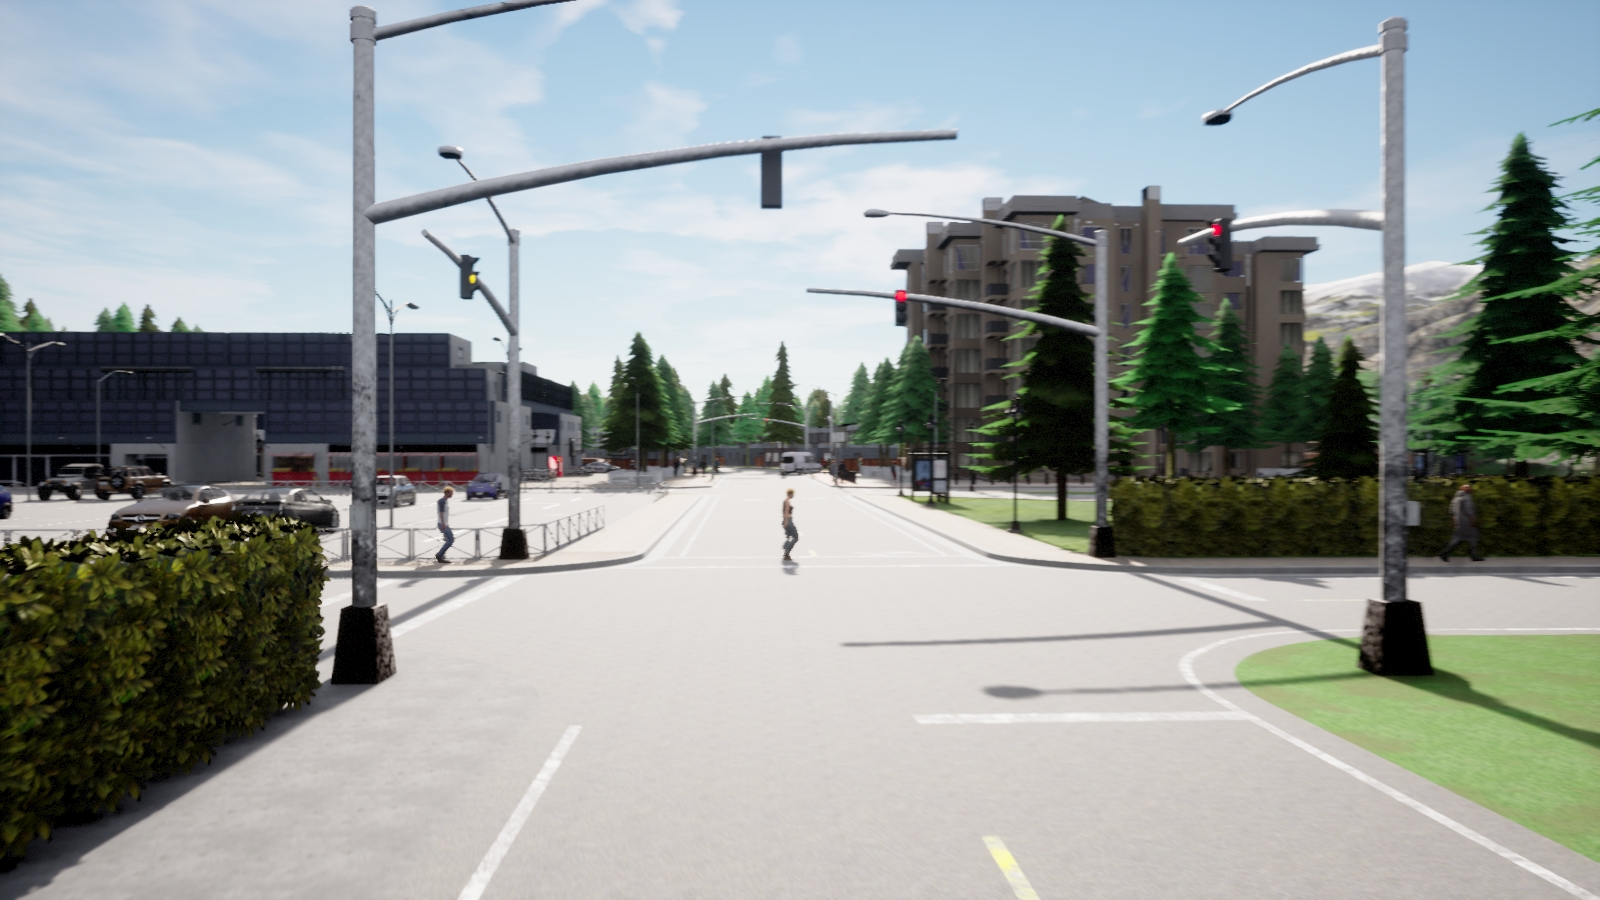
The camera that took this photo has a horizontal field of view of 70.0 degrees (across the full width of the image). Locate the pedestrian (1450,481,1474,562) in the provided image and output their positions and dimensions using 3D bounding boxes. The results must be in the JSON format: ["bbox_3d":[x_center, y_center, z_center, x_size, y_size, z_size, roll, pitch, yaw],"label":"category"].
[{"bbox_3d":[15.515,1.673,26.769,0.375,1.860,0.375,0,0,9],"label":"pedestrian"}]

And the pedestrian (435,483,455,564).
[{"bbox_3d":[-8.269,1.701,26.622,0.375,1.860,0.375,0,0,-4],"label":"pedestrian"}]

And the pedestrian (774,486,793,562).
[{"bbox_3d":[-0.420,1.845,28.628,0.375,1.860,0.375,0,0,-16],"label":"pedestrian"}]
